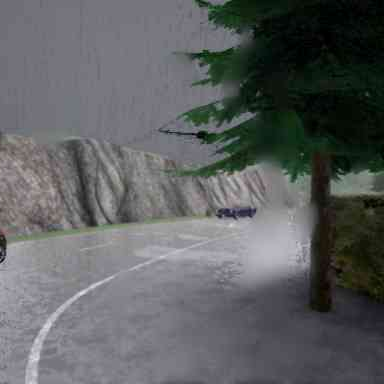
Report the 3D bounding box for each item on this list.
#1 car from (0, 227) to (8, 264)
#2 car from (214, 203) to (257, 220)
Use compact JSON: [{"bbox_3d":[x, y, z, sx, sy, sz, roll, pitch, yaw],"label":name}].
[{"bbox_3d":[-7.260,1.343,8.790,2.097,1.767,4.553,0,0,14],"label":"car"},{"bbox_3d":[3.878,1.662,29.215,1.895,1.301,4.718,0,0,36],"label":"car"}]
